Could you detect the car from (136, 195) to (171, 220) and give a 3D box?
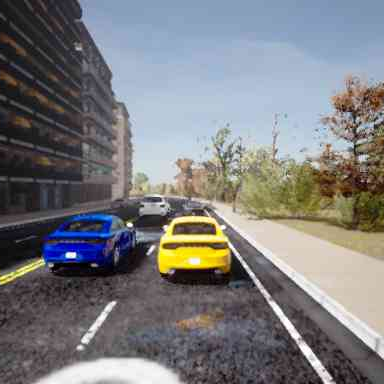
[{"bbox_3d":[-3.116,1.286,28.772,2.150,2.045,5.566,0,0,0],"label":"car"}]

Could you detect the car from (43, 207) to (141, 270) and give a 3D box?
[{"bbox_3d":[-3.162,1.501,11.222,1.882,1.535,5.008,0,0,0],"label":"car"}]

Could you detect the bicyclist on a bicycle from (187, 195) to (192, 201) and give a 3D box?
[{"bbox_3d":[-0.312,1.632,78.427,0.582,1.620,1.656,0,0,-3],"label":"bicyclist on a bicycle"}]

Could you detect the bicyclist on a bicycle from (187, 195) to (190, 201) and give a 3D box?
[{"bbox_3d":[-0.916,1.566,87.477,0.659,1.776,1.843,0,0,-4],"label":"bicyclist on a bicycle"}]

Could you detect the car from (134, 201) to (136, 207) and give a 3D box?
[{"bbox_3d":[-6.601,1.598,44.717,2.128,1.511,4.902,0,0,-1],"label":"car"}]

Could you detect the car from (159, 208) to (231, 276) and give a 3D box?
[{"bbox_3d":[0.082,1.500,10.457,1.882,1.535,5.008,0,0,0],"label":"car"}]

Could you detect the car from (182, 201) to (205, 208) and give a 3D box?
[{"bbox_3d":[0.134,1.560,29.748,2.128,1.511,4.902,0,0,0],"label":"car"}]

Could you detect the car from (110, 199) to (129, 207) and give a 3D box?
[{"bbox_3d":[-9.853,1.633,45.405,1.812,1.442,4.674,0,0,-1],"label":"car"}]
